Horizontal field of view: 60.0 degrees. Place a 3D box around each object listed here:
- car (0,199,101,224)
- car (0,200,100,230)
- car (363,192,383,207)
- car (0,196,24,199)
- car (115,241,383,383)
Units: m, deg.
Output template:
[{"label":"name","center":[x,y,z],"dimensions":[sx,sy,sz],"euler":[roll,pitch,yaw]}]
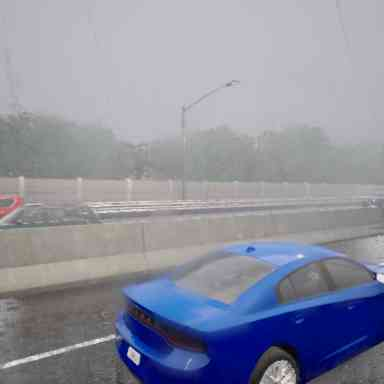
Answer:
[{"label":"car","center":[-6.879,1.338,16.281],"dimensions":[4.553,1.767,2.097],"euler":[0,0,-35]},{"label":"car","center":[-6.156,1.344,12.498],"dimensions":[4.553,1.767,2.097],"euler":[0,0,-35]},{"label":"car","center":[24.247,0.987,42.716],"dimensions":[5.566,2.045,2.150],"euler":[0,0,-35]},{"label":"car","center":[-11.498,1.217,17.287],"dimensions":[5.566,2.045,2.150],"euler":[0,0,-35]},{"label":"car","center":[1.435,1.465,4.768],"dimensions":[5.008,1.535,1.882],"euler":[0,0,-35]}]
